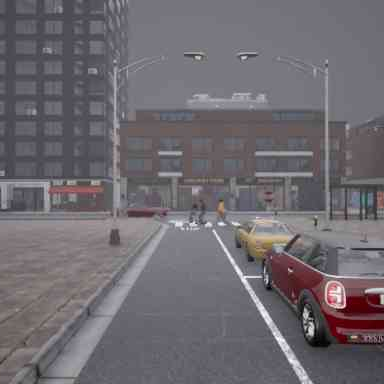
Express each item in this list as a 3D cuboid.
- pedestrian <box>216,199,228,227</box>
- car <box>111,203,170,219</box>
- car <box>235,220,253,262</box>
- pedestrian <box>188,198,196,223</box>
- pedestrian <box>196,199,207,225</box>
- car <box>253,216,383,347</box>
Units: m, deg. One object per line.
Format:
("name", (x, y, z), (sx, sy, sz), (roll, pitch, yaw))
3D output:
("pedestrian", (1.957, 1.303, 21.652), (0.375, 1.860, 0.375), (0, 0, 0))
("car", (-4.240, 1.606, 27.823), (4.718, 1.301, 1.895), (0, 0, -1))
("car", (2.576, 1.530, 11.935), (1.752, 1.417, 4.829), (0, 0, 0))
("pedestrian", (0.092, 1.297, 22.841), (0.375, 1.860, 0.375), (0, 0, 0))
("pedestrian", (0.659, 1.300, 22.310), (0.375, 1.860, 0.375), (0, 0, 0))
("car", (2.609, 1.442, 6.328), (1.967, 1.590, 4.097), (0, 0, 0))
